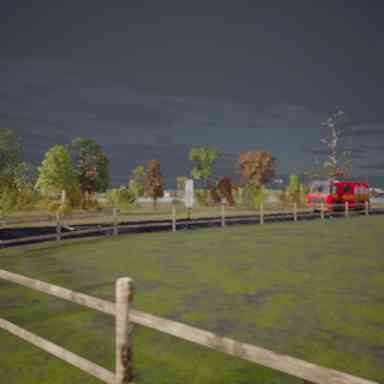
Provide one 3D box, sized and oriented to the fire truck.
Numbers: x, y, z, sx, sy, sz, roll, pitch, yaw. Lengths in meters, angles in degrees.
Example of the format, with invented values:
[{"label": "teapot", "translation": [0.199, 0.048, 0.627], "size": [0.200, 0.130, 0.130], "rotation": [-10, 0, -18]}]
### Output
[{"label": "fire truck", "translation": [17.068, 0.374, 38.567], "size": [8.468, 3.827, 2.891], "rotation": [0, 0, -36]}]
